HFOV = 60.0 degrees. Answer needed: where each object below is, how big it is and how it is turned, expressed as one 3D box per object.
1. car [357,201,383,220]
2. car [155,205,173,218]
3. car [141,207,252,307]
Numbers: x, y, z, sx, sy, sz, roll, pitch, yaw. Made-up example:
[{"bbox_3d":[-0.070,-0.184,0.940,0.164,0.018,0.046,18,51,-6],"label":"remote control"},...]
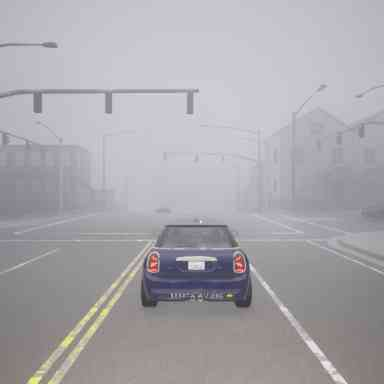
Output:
[{"bbox_3d":[16.442,1.491,27.722,4.902,1.511,2.128,0,0,-1],"label":"car"},{"bbox_3d":[-3.549,2.570,42.625,1.895,1.301,4.718,0,-8,0],"label":"car"},{"bbox_3d":[0.095,1.352,8.141,2.097,1.767,4.553,0,0,0],"label":"car"}]
